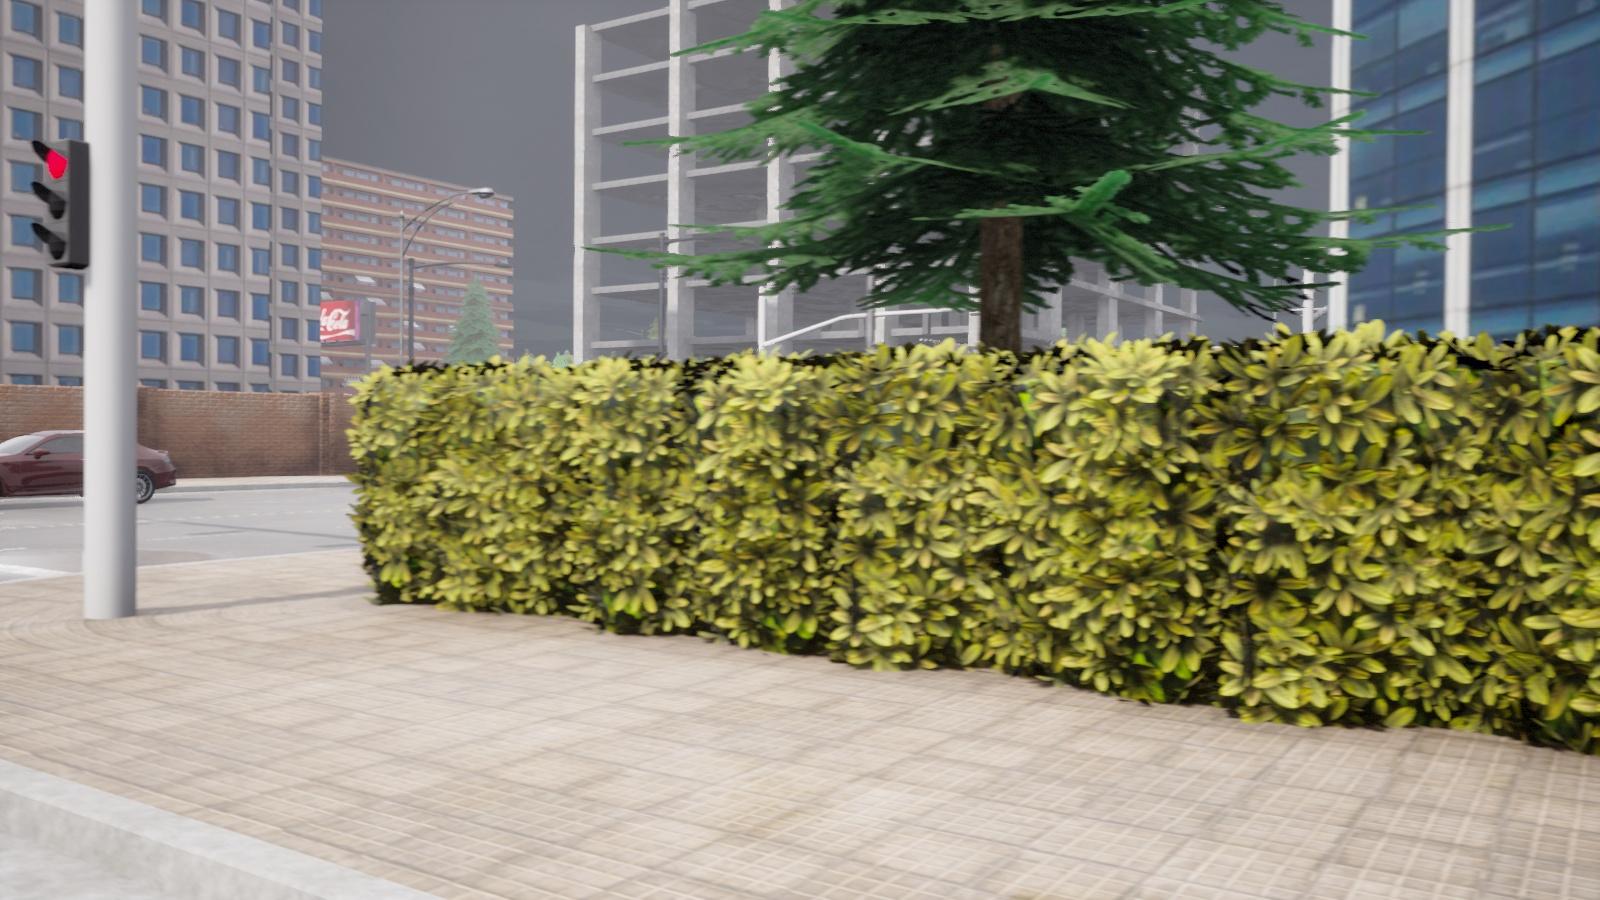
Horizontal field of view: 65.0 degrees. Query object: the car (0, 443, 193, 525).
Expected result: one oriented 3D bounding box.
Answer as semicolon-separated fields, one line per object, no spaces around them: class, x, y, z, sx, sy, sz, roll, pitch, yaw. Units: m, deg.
car;-14.474;0.613;24.225;1.812;1.442;4.674;0;1;33
